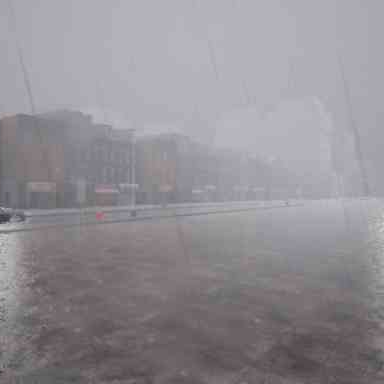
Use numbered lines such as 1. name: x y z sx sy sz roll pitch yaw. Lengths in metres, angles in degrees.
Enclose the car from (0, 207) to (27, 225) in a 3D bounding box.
1. car: -13.067 1.433 21.003 2.128 1.511 4.902 1 0 36
